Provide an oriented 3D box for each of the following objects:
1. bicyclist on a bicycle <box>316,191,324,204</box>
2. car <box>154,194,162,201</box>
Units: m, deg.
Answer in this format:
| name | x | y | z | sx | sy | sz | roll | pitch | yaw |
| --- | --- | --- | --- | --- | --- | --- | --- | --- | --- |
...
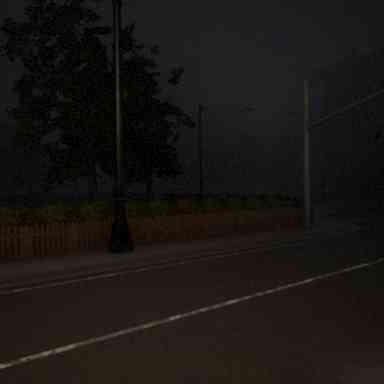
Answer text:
| name | x | y | z | sx | sy | sz | roll | pitch | yaw |
| --- | --- | --- | --- | --- | --- | --- | --- | --- | --- |
| bicyclist on a bicycle | 16.246 | 0.676 | 42.122 | 1.656 | 1.620 | 0.582 | -1 | 1 | -35 |
| car | -6.443 | 1.093 | 55.876 | 1.812 | 1.442 | 4.674 | -1 | 1 | -35 |
